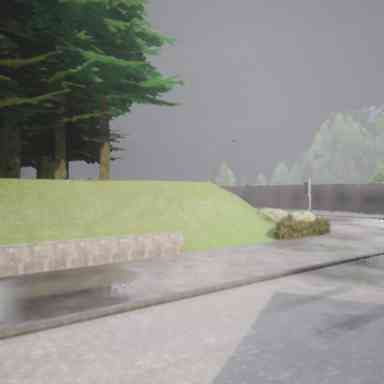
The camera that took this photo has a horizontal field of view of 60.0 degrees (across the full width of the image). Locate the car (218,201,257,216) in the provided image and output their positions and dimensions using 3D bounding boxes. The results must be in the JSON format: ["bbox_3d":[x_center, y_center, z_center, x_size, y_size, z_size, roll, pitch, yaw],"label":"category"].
[{"bbox_3d":[4.492,1.610,33.252,1.994,1.385,4.181,0,0,-36],"label":"car"}]
